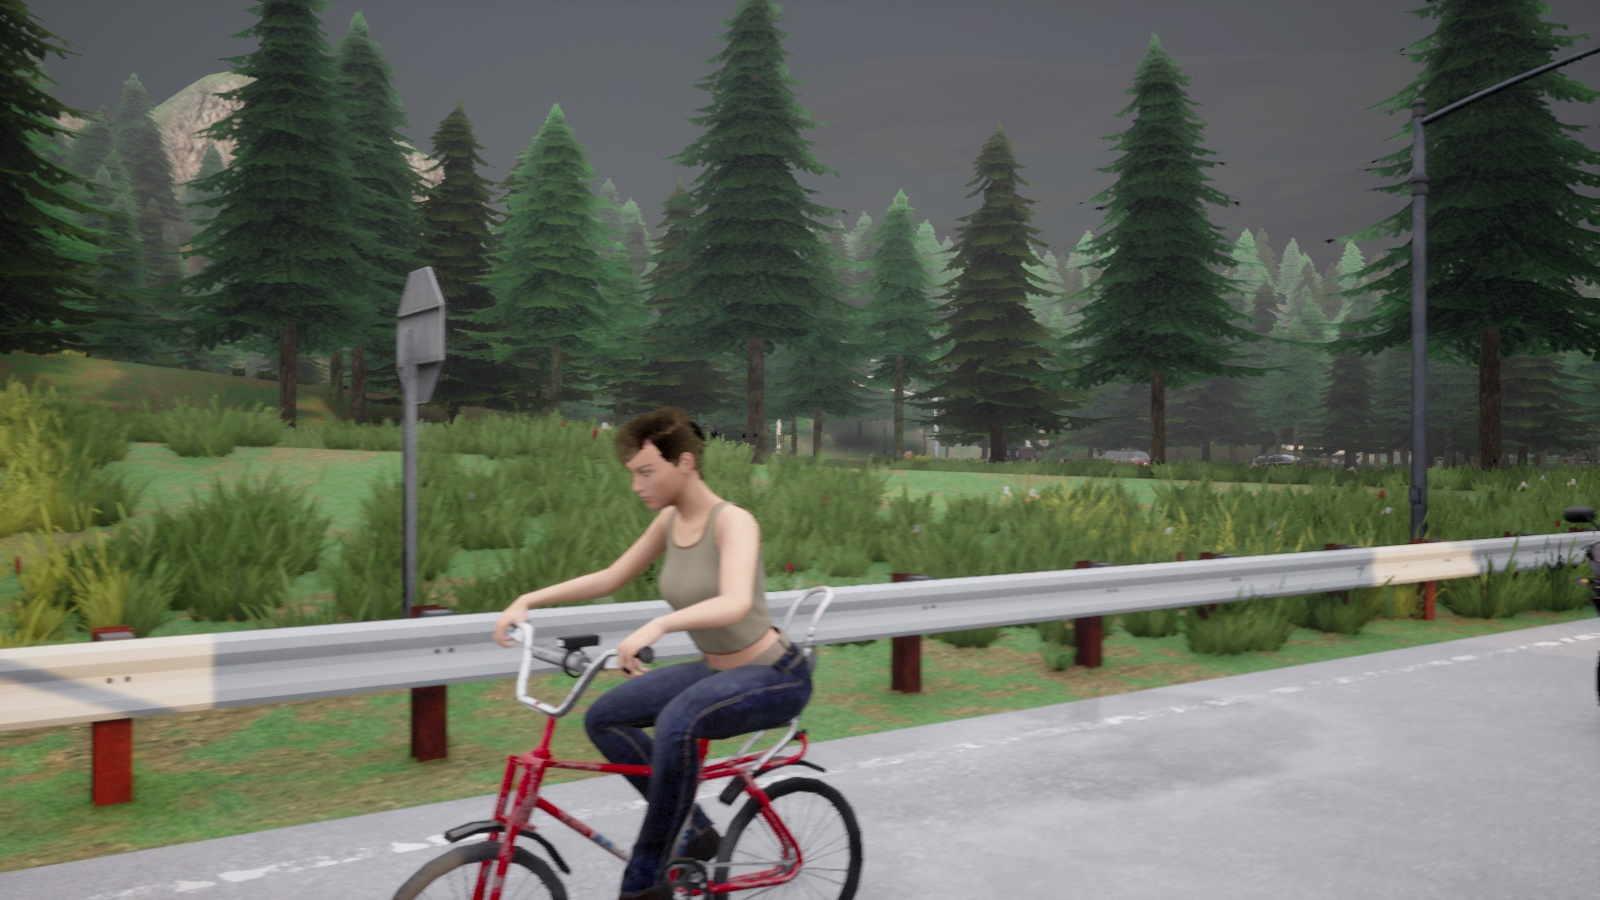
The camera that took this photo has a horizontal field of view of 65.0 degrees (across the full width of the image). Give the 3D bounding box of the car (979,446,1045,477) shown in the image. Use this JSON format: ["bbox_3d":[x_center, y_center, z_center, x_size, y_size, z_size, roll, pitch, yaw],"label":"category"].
[{"bbox_3d":[13.041,0.676,77.500,1.905,1.878,3.866,0,0,-34],"label":"car"}]

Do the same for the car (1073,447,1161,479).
[{"bbox_3d":[17.729,0.712,70.469,2.097,1.767,4.553,0,0,-34],"label":"car"}]

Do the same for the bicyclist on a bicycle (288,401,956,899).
[{"bbox_3d":[-0.447,0.692,3.359,1.509,1.612,0.866,-2,1,-36],"label":"bicyclist on a bicycle"}]

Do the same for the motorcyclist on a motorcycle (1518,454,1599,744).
[{"bbox_3d":[5.130,0.787,7.230,2.191,1.530,0.866,0,0,-35],"label":"motorcyclist on a motorcycle"}]

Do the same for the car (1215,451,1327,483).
[{"bbox_3d":[23.314,0.799,62.309,1.882,1.535,5.008,0,0,-35],"label":"car"}]
